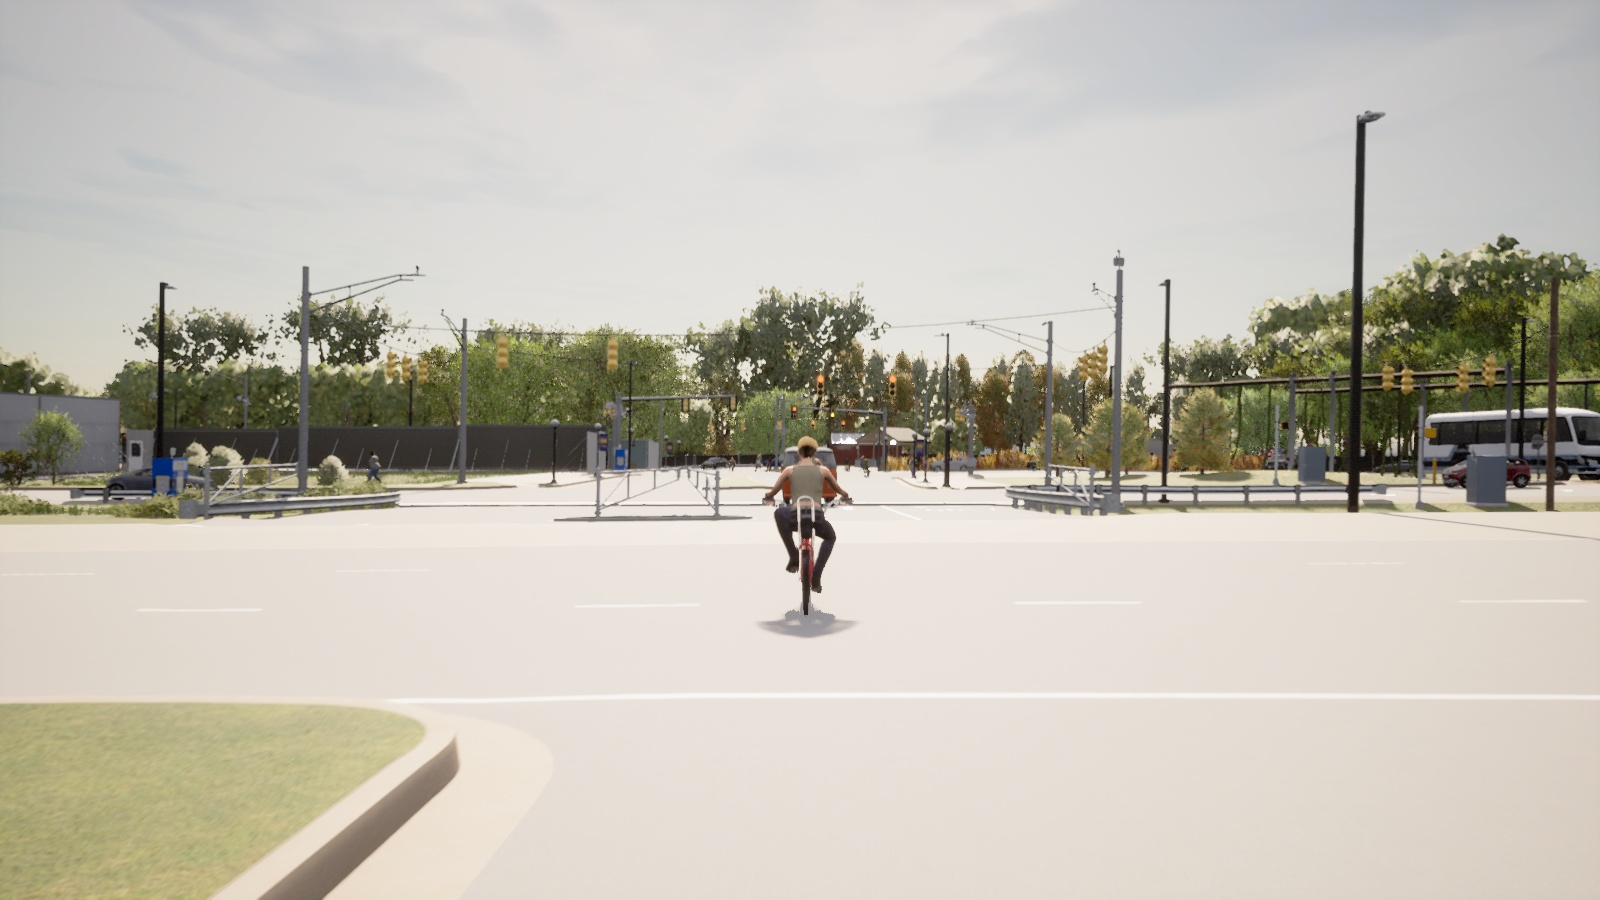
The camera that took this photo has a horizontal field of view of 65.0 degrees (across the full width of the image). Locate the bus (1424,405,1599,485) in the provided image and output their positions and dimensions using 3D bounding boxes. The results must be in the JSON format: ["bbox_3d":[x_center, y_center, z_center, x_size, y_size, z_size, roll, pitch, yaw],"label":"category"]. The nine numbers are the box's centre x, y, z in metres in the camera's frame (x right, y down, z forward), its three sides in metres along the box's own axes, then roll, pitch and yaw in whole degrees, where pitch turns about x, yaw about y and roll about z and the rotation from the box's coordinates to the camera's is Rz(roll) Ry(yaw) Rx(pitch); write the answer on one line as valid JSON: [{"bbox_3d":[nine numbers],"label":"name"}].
[{"bbox_3d":[41.916,-0.158,72.558,3.944,4.253,10.273,1,-1,-25],"label":"bus"}]

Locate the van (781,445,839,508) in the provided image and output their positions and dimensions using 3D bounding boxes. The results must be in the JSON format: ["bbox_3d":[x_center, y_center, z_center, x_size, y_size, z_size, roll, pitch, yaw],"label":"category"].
[{"bbox_3d":[0.279,0.847,42.175,1.775,1.987,4.442,0,0,-2],"label":"van"}]

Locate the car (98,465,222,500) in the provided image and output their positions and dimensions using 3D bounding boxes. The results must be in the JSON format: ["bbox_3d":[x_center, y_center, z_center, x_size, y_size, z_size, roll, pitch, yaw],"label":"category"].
[{"bbox_3d":[-26.756,1.340,52.629,4.181,1.385,1.994,0,0,0],"label":"car"}]

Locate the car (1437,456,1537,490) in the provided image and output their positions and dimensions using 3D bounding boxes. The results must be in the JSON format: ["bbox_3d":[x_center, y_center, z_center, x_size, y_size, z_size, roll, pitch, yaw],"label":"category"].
[{"bbox_3d":[32.390,1.071,59.251,3.705,1.549,1.789,-1,0,-1],"label":"car"}]

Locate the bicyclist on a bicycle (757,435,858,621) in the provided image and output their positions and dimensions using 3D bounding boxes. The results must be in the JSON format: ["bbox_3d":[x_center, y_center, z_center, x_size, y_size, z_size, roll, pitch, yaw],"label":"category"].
[{"bbox_3d":[0.077,0.678,11.648,0.866,1.612,1.509,0,0,1],"label":"bicyclist on a bicycle"}]

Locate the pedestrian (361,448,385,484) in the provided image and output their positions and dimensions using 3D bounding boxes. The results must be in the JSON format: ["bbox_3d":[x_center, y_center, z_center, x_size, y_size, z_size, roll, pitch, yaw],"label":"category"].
[{"bbox_3d":[-22.275,0.842,65.578,0.900,1.855,0.874,1,0,2],"label":"pedestrian"}]
